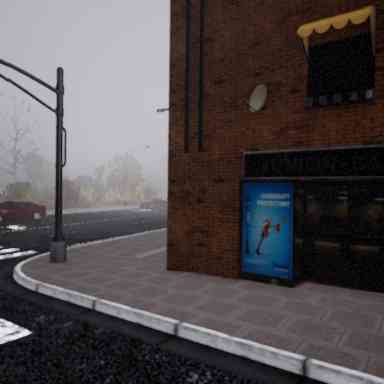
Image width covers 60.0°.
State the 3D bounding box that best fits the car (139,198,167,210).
[{"bbox_3d":[-4.740,1.423,41.488,1.994,1.385,4.181,1,1,26],"label":"car"}]

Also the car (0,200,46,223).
[{"bbox_3d":[-13.212,1.385,24.426,1.882,1.535,5.008,1,1,27],"label":"car"}]
